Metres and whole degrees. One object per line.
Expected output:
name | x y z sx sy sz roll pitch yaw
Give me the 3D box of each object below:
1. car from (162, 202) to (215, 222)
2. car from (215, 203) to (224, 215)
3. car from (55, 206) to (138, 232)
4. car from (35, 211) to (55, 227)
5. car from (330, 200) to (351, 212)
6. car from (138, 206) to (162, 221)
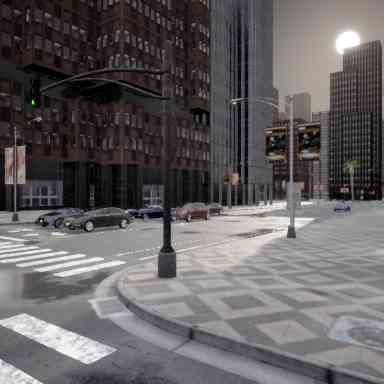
car | -0.233 1.738 30.612 2.097 1.767 4.553 0 -1 35
car | 1.974 2.010 39.359 1.837 1.490 4.892 0 -1 35
car | -6.186 1.742 22.203 1.837 1.490 4.892 0 -1 35
car | -8.954 1.794 23.914 1.994 1.385 4.181 0 -1 35
car | 24.270 2.431 53.657 2.033 1.411 5.357 0 -1 34
car | -3.902 1.958 31.066 1.895 1.301 4.718 0 -1 35
